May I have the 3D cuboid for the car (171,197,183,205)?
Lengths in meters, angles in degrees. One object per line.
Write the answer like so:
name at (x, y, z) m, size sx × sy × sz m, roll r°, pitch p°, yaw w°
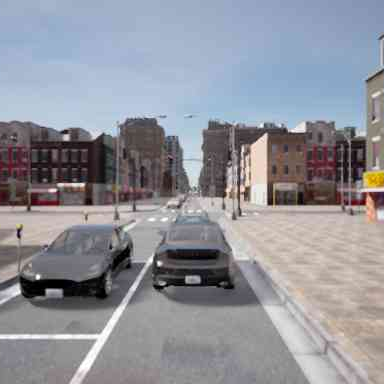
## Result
car at (-2.523, 1.554, 57.488) m, size 1.802 × 1.307 × 4.206 m, roll 0°, pitch 0°, yaw 0°

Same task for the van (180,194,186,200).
van at (-2.458, 1.369, 91.120) m, size 1.690 × 1.788 × 3.998 m, roll 0°, pitch 0°, yaw 0°

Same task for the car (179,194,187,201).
car at (-2.502, 1.427, 68.699) m, size 1.967 × 1.590 × 4.097 m, roll 0°, pitch 0°, yaw 0°

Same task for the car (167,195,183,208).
car at (-2.545, 1.490, 46.108) m, size 1.752 × 1.417 × 4.829 m, roll 0°, pitch 0°, yaw 0°

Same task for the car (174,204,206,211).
car at (0.067, 1.574, 19.396) m, size 1.895 × 1.301 × 4.718 m, roll 0°, pitch 0°, yaw 1°

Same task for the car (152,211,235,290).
car at (0.078, 1.490, 9.015) m, size 1.837 × 1.490 × 4.892 m, roll 0°, pitch 0°, yaw 2°

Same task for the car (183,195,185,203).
car at (-2.534, 1.513, 51.882) m, size 1.887 × 1.381 × 4.507 m, roll 0°, pitch 0°, yaw 0°

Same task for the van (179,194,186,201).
van at (-2.469, 1.357, 85.515) m, size 1.690 × 1.788 × 3.998 m, roll 0°, pitch 0°, yaw 0°

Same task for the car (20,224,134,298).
car at (-2.616, 1.552, 8.508) m, size 1.947 × 1.339 × 4.313 m, roll 0°, pitch 0°, yaw 0°
